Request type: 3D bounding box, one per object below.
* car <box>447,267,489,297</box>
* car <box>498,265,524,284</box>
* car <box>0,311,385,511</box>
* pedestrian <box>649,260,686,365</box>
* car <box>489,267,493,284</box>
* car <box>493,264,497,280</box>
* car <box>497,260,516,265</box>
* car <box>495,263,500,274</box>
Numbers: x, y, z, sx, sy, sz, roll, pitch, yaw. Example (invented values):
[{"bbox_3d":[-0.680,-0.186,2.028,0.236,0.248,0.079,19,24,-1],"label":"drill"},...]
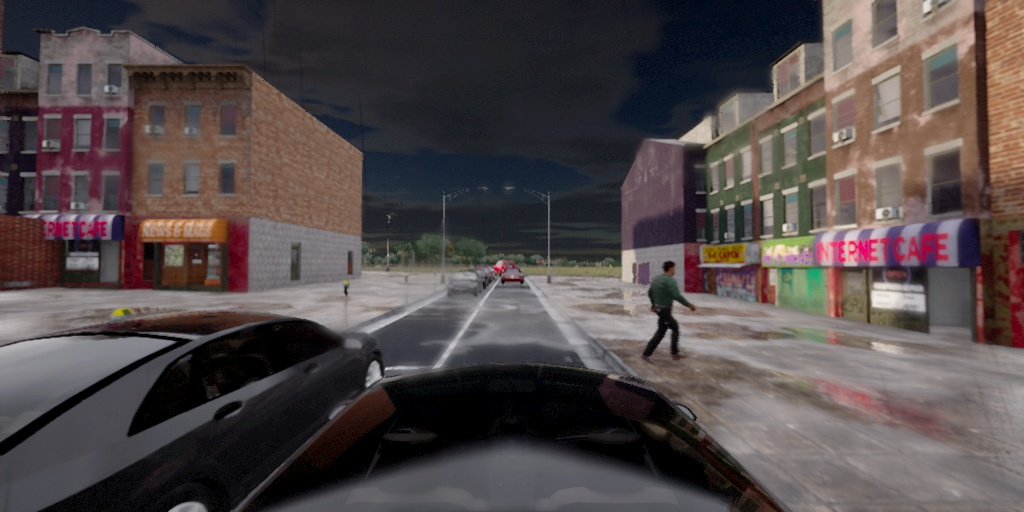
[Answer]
[{"bbox_3d":[-2.642,1.541,20.666,2.007,1.370,4.403,0,0,0],"label":"car"},{"bbox_3d":[0.068,1.721,32.102,1.994,1.385,4.181,0,-1,1],"label":"car"},{"bbox_3d":[-2.750,1.274,3.328,1.837,1.490,4.892,0,-1,0],"label":"car"},{"bbox_3d":[2.718,0.944,6.291,0.375,1.860,0.375,-1,-1,0],"label":"pedestrian"},{"bbox_3d":[-2.644,1.637,26.206,1.948,1.339,4.313,0,0,0],"label":"car"},{"bbox_3d":[-2.646,1.697,31.746,1.888,1.381,4.507,0,0,0],"label":"car"},{"bbox_3d":[-0.921,1.540,44.794,2.150,2.045,5.566,1,-1,-15],"label":"car"},{"bbox_3d":[-2.648,1.783,37.287,2.007,1.370,4.403,0,0,0],"label":"car"}]
